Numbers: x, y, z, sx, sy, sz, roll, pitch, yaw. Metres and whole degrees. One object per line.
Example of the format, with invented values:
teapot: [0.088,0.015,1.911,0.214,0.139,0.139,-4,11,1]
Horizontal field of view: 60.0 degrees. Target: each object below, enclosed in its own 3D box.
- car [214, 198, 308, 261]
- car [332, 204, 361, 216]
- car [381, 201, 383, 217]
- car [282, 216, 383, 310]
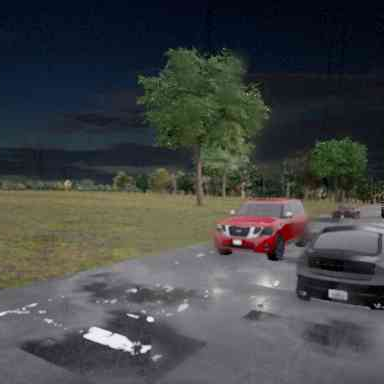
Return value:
car: [2.957,1.284,13.061,2.150,2.045,5.566,0,0,33]
car: [14.030,1.807,30.213,1.895,1.301,4.718,0,0,33]
car: [20.101,1.468,32.932,2.150,2.045,5.566,0,-1,33]
car: [3.826,1.538,7.767,1.837,1.490,4.892,0,0,33]
